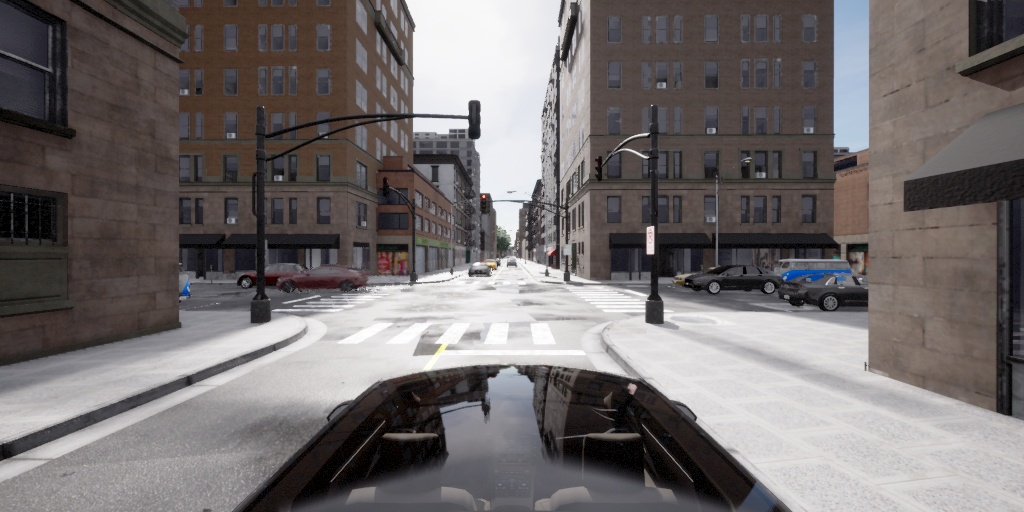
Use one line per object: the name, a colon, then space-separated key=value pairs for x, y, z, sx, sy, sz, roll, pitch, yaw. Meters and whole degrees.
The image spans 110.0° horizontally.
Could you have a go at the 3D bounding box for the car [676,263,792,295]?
car: x=11.918 y=1.248 z=19.434 sx=4.892 sy=1.490 sz=1.837 roll=0 pitch=0 yaw=-1

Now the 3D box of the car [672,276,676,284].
car: x=12.410 y=1.264 z=21.986 sx=4.829 sy=1.417 sz=1.751 roll=0 pitch=0 yaw=1

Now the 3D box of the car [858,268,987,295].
car: x=21.951 y=1.346 z=19.324 sx=4.718 sy=1.301 sz=1.895 roll=0 pitch=0 yaw=1

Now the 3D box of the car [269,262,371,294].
car: x=-10.282 y=1.264 z=19.820 sx=4.674 sy=1.442 sz=1.812 roll=0 pitch=1 yaw=-9

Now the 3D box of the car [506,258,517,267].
car: x=-0.038 y=1.260 z=63.733 sx=2.033 sy=1.411 sz=5.357 roll=0 pitch=0 yaw=0

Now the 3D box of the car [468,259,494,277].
car: x=-3.117 y=1.304 z=34.985 sx=1.994 sy=1.385 sz=4.181 roll=0 pitch=0 yaw=0

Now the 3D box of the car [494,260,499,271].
car: x=-3.126 y=1.206 z=49.500 sx=1.882 sy=1.535 sz=5.008 roll=0 pitch=0 yaw=0

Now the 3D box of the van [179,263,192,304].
van: x=-14.681 y=1.089 z=13.726 sx=3.998 sy=1.789 sz=1.690 roll=0 pitch=0 yaw=1

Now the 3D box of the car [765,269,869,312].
car: x=12.514 y=1.305 z=13.460 sx=4.403 sy=1.370 sz=2.007 roll=0 pitch=0 yaw=1

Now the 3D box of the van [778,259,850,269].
van: x=18.249 y=1.080 z=21.929 sx=3.998 sy=1.789 sz=1.690 roll=0 pitch=0 yaw=1

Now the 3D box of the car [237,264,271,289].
car: x=-14.615 y=1.172 z=22.251 sx=4.097 sy=1.591 sz=1.967 roll=0 pitch=0 yaw=1
